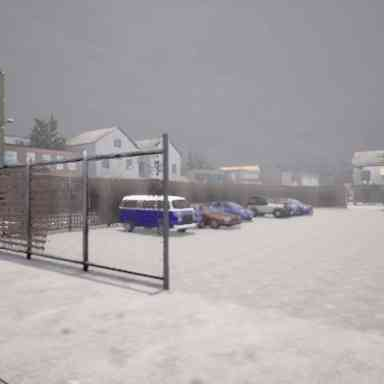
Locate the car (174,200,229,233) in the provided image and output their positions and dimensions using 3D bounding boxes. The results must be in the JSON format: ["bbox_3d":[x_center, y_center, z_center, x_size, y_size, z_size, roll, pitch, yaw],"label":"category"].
[{"bbox_3d":[0.694,1.453,21.301,1.789,1.547,3.705,0,0,36],"label":"car"}]

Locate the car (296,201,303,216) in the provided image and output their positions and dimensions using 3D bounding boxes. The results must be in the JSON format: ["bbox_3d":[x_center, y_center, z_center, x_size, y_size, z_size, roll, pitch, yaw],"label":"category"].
[{"bbox_3d":[8.505,1.497,30.138,2.207,1.379,1.481,0,0,36],"label":"car"}]

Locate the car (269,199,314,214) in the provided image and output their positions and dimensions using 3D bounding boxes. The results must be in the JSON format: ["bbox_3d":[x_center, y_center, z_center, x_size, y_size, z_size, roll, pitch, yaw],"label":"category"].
[{"bbox_3d":[10.490,1.467,35.235,4.193,1.474,1.816,0,0,36],"label":"car"}]

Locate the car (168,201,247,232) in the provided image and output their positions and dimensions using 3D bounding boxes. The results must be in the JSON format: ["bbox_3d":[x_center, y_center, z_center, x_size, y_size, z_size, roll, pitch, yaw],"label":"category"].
[{"bbox_3d":[0.432,1.525,21.209,5.357,1.415,2.033,0,0,36],"label":"car"}]

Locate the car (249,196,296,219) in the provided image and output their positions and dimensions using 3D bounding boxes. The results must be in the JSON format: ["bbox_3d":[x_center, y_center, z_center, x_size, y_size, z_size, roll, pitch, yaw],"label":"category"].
[{"bbox_3d":[6.545,1.291,28.882,3.866,1.878,1.905,0,0,36],"label":"car"}]

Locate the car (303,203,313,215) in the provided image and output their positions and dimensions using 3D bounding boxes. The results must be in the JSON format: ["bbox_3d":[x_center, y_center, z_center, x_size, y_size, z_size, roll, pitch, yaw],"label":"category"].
[{"bbox_3d":[9.246,1.395,32.226,4.611,1.667,2.242,0,0,36],"label":"car"}]

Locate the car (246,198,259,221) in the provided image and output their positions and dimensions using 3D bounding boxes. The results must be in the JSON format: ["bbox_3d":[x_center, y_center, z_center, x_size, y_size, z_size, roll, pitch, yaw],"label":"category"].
[{"bbox_3d":[2.816,1.465,25.257,3.633,1.501,1.845,0,0,36],"label":"car"}]
